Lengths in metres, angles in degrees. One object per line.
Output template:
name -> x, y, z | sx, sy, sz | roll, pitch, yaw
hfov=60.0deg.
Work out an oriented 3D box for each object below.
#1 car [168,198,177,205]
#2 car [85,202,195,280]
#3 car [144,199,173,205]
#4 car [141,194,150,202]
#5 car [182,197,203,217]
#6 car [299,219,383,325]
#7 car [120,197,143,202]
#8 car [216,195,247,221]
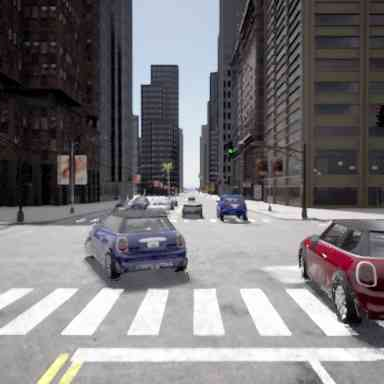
car -> -3.369, 1.649, 43.843 | 1.994, 1.385, 4.181 | 0, 0, 1
car -> -1.925, 1.369, 10.409 | 2.097, 1.767, 4.553 | 0, 0, -26
car -> -3.385, 1.666, 34.463 | 1.895, 1.301, 4.718 | 0, 0, 3
car -> -6.623, 1.435, 43.022 | 2.097, 1.767, 4.553 | 0, 0, 0
car -> 0.063, 1.550, 31.601 | 2.128, 1.511, 4.902 | 0, 0, 0
car -> 3.756, 1.365, 7.198 | 2.097, 1.767, 4.553 | 0, 0, 6
car -> -6.634, 1.555, 33.811 | 2.128, 1.511, 4.902 | 0, 0, 0
car -> 3.315, 1.274, 28.348 | 2.150, 2.045, 5.566 | 0, 0, 0
